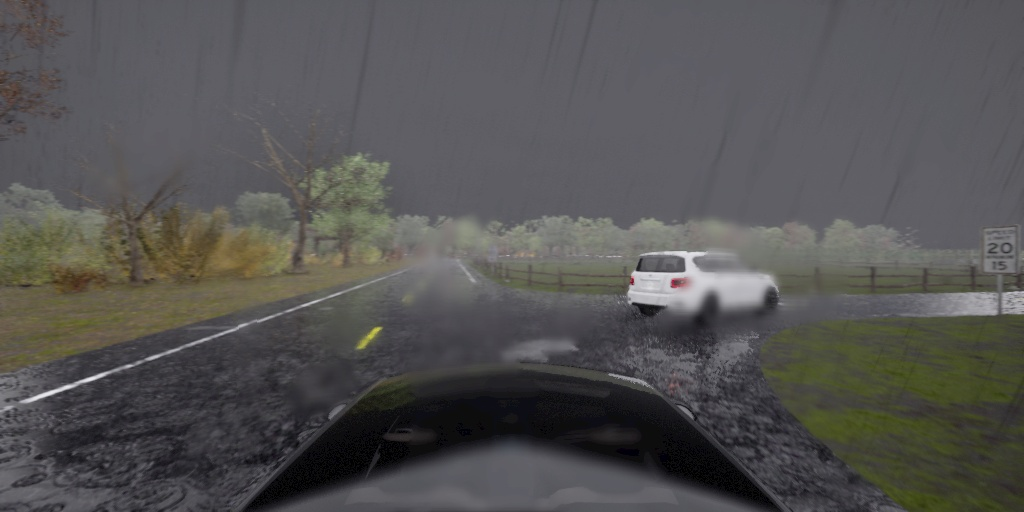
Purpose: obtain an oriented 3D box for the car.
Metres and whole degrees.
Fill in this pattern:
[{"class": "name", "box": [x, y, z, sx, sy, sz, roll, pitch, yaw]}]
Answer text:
[{"class": "car", "box": [6.152, 0.910, 11.387, 5.566, 2.045, 2.150, 1, -1, -31]}]
